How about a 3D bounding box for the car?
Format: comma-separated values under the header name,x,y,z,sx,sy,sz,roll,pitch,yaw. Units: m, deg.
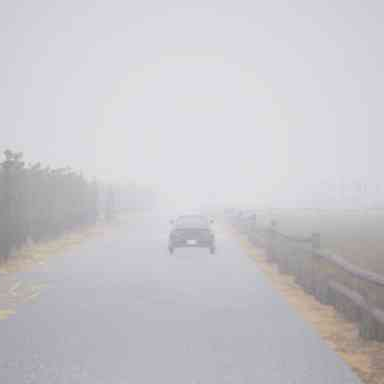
name,x,y,z,sx,sy,sz,roll,pitch,yaw
car,0.000,1.664,14.374,1.812,1.442,4.674,0,0,0
